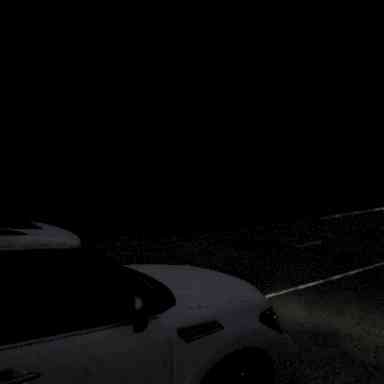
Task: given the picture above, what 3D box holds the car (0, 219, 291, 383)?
[{"bbox_3d":[-1.663,1.216,2.560,5.566,2.045,2.150,1,-1,-35],"label":"car"}]
